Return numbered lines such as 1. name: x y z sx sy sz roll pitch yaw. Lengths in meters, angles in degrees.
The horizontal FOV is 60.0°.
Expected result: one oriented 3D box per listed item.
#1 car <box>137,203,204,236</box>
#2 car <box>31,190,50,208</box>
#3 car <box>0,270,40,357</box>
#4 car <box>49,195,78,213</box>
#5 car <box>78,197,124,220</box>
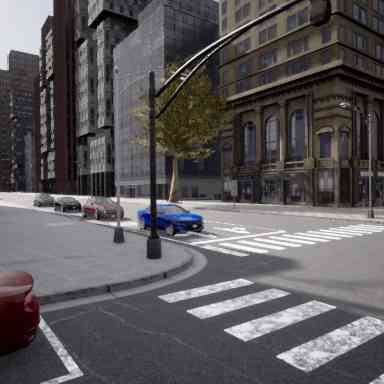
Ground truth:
1. car: -1.320 1.425 18.679 1.882 1.535 5.008 -1 1 -36
2. car: -19.207 1.053 43.383 2.097 1.767 4.553 -1 1 -35
3. car: -4.157 1.545 3.672 4.507 1.381 1.887 0 -1 -36
4. car: -13.145 1.261 34.969 1.882 1.535 5.008 -1 1 -36
5. car: -7.232 1.217 26.822 2.097 1.767 4.553 -1 1 -36
